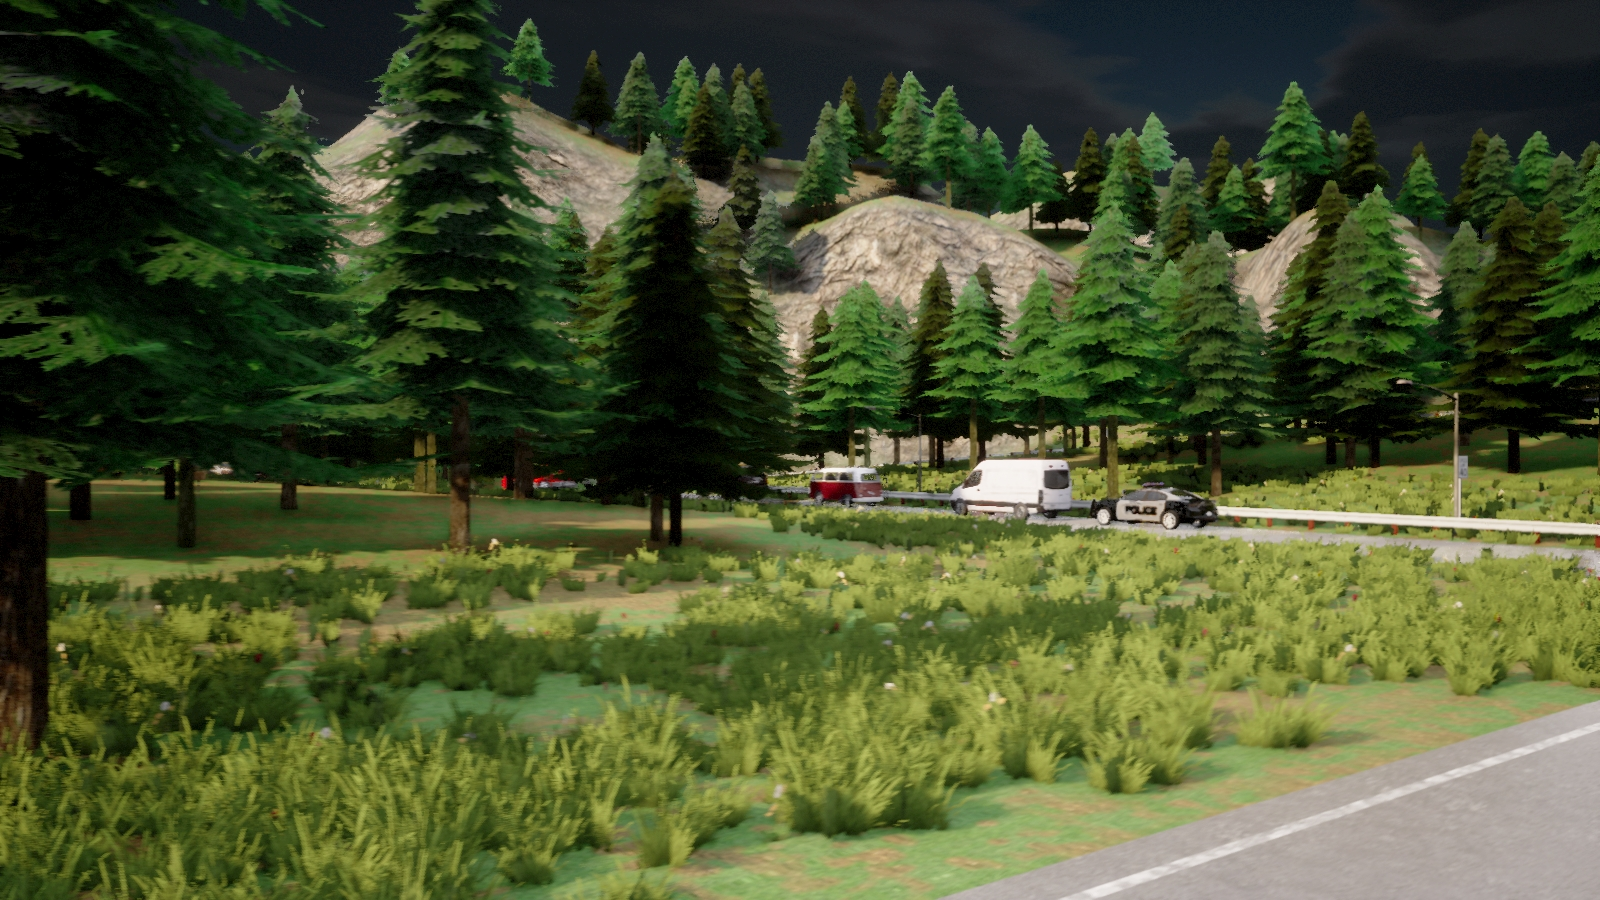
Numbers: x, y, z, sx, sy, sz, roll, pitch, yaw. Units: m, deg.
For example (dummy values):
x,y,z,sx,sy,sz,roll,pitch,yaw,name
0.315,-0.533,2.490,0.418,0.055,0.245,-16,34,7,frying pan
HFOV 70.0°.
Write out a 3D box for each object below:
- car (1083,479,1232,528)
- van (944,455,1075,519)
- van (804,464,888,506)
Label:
x,y,z,sx,sy,sz,roll,pitch,yaw,name
13.572,1.983,43.698,2.097,1.638,5.238,0,0,-35,car
9.053,1.536,49.937,1.988,2.561,5.915,0,0,-35,van
2.351,1.783,59.487,2.069,2.038,4.480,0,0,-35,van
